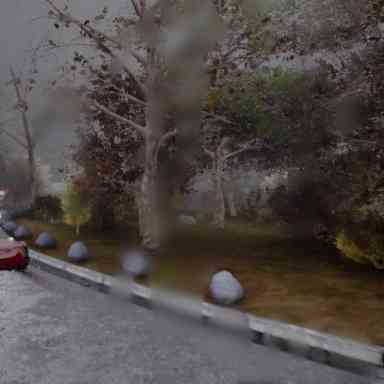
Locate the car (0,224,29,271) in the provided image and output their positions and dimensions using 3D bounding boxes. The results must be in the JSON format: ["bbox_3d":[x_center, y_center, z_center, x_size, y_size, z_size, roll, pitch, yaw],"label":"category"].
[{"bbox_3d":[-6.405,1.534,9.752,1.994,1.385,4.181,0,0,-44],"label":"car"}]
